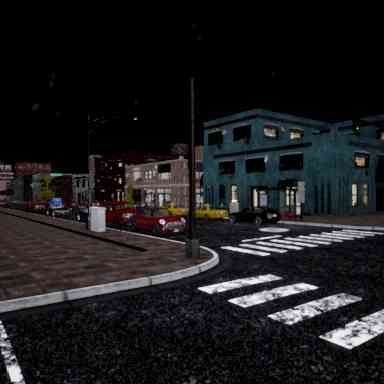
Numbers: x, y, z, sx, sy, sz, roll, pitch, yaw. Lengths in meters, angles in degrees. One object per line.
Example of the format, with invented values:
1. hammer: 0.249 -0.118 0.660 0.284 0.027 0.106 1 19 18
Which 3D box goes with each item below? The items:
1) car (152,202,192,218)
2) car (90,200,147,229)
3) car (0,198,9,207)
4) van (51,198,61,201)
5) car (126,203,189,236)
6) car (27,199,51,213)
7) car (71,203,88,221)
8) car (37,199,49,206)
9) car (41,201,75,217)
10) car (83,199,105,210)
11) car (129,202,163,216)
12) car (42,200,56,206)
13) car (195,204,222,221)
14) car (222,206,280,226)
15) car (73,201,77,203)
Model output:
1. car: -2.176 1.821 34.468 1.752 1.417 4.829 -1 0 -37
2. car: -5.438 1.616 24.843 2.192 1.841 5.009 -1 0 -37
3. car: -42.492 2.358 74.790 2.192 1.841 5.009 -1 0 -37
4. van: -29.002 2.174 70.675 1.690 1.788 3.998 -1 0 -37
5. car: -2.069 1.673 20.301 1.967 1.590 4.097 -1 0 -37
6. car: -22.266 1.952 47.558 2.192 1.841 5.009 -1 0 -37
7. car: -8.798 1.919 29.387 2.008 1.369 4.403 -1 0 -37
8. car: -35.829 2.495 79.898 1.752 1.417 4.829 -1 0 -37
9. car: -15.530 2.053 38.472 2.008 1.369 4.403 -1 0 -37
10. car: -15.538 2.003 52.503 1.967 1.590 4.097 -1 0 -37
11. car: -5.439 1.911 38.875 2.008 1.369 4.403 -1 0 -37
12. car: -32.362 2.445 75.218 1.887 1.381 4.507 -1 0 -37
13. car: 1.190 1.753 29.926 1.752 1.417 4.829 -1 0 -37
14. car: 4.658 1.725 25.246 1.947 1.339 4.313 -1 0 -37
15. car: -22.266 2.279 61.589 1.802 1.307 4.206 -1 0 -37
